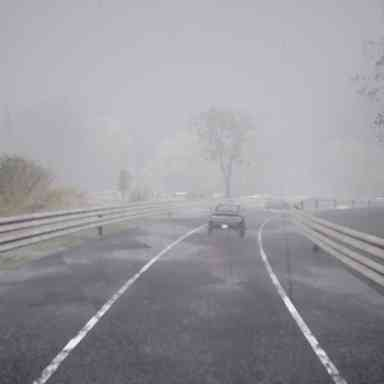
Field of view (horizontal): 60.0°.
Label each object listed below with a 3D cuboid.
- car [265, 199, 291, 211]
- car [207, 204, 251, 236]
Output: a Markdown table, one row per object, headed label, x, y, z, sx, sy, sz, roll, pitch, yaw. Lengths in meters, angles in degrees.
| label | x | y | z | sx | sy | sz | roll | pitch | yaw |
| --- | --- | --- | --- | --- | --- | --- | --- | --- | --- |
| car | 10.816 | 1.569 | 41.459 | 2.033 | 1.411 | 5.357 | 2 | 0 | 34 |
| car | 2.060 | 1.413 | 17.990 | 2.128 | 1.511 | 4.902 | 1 | 0 | 13 |
